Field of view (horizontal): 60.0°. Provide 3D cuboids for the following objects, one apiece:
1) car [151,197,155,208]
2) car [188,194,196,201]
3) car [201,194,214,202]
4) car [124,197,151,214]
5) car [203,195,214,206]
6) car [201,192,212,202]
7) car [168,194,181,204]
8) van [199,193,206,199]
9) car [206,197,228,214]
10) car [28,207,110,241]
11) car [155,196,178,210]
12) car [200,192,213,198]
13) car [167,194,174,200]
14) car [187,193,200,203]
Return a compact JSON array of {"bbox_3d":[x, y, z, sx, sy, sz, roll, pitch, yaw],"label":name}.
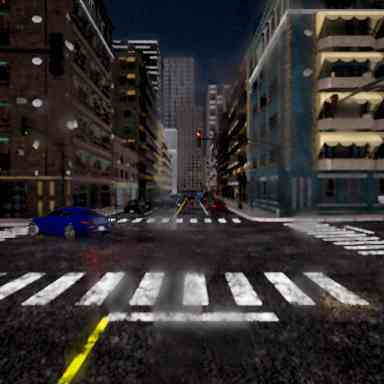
[{"bbox_3d":[-5.695,1.407,44.656,1.947,1.339,4.313,0,0,0],"label":"car"},{"bbox_3d":[0.003,1.110,73.057,1.812,1.442,4.674,0,0,0],"label":"car"},{"bbox_3d":[2.686,1.368,50.166,1.887,1.381,4.507,0,0,0],"label":"car"},{"bbox_3d":[-5.696,1.443,33.608,1.947,1.339,4.313,0,0,0],"label":"car"},{"bbox_3d":[2.685,1.425,39.119,1.947,1.339,4.313,0,0,0],"label":"car"},{"bbox_3d":[3.110,0.979,71.193,2.150,2.045,5.566,0,0,0],"label":"car"},{"bbox_3d":[-3.049,1.151,58.083,2.097,1.767,4.553,0,0,0],"label":"car"},{"bbox_3d":[2.685,1.050,88.830,1.690,1.788,3.998,-1,0,0],"label":"van"},{"bbox_3d":[2.685,1.459,33.596,1.802,1.307,4.206,0,0,0],"label":"car"},{"bbox_3d":[-6.010,1.468,16.241,4.674,1.442,1.812,0,0,33],"label":"car"},{"bbox_3d":[-3.092,1.453,40.987,1.895,1.301,4.718,0,0,0],"label":"car"},{"bbox_3d":[3.110,1.008,64.193,2.150,2.045,5.566,0,0,0],"label":"car"},{"bbox_3d":[-5.694,1.235,88.673,1.752,1.417,4.829,0,0,0],"label":"car"},{"bbox_3d":[0.002,1.272,63.884,2.128,1.511,4.902,0,0,0],"label":"car"}]
